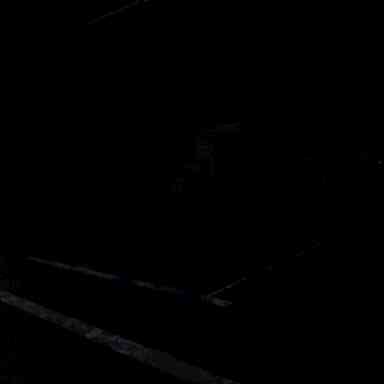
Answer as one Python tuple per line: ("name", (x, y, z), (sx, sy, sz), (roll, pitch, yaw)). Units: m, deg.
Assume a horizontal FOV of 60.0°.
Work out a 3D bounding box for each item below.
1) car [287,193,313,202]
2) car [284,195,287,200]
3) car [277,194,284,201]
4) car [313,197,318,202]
("car", (22.666, 1.170, 69.687), (3.866, 1.878, 1.905), (0, 0, 35))
("car", (26.007, 1.424, 86.654), (4.514, 1.523, 2.007), (0, 0, 35))
("car", (18.179, 1.242, 76.938), (4.605, 1.855, 1.932), (0, 0, 35))
("car", (25.099, 1.446, 72.034), (3.806, 1.475, 1.970), (0, 0, 35))
